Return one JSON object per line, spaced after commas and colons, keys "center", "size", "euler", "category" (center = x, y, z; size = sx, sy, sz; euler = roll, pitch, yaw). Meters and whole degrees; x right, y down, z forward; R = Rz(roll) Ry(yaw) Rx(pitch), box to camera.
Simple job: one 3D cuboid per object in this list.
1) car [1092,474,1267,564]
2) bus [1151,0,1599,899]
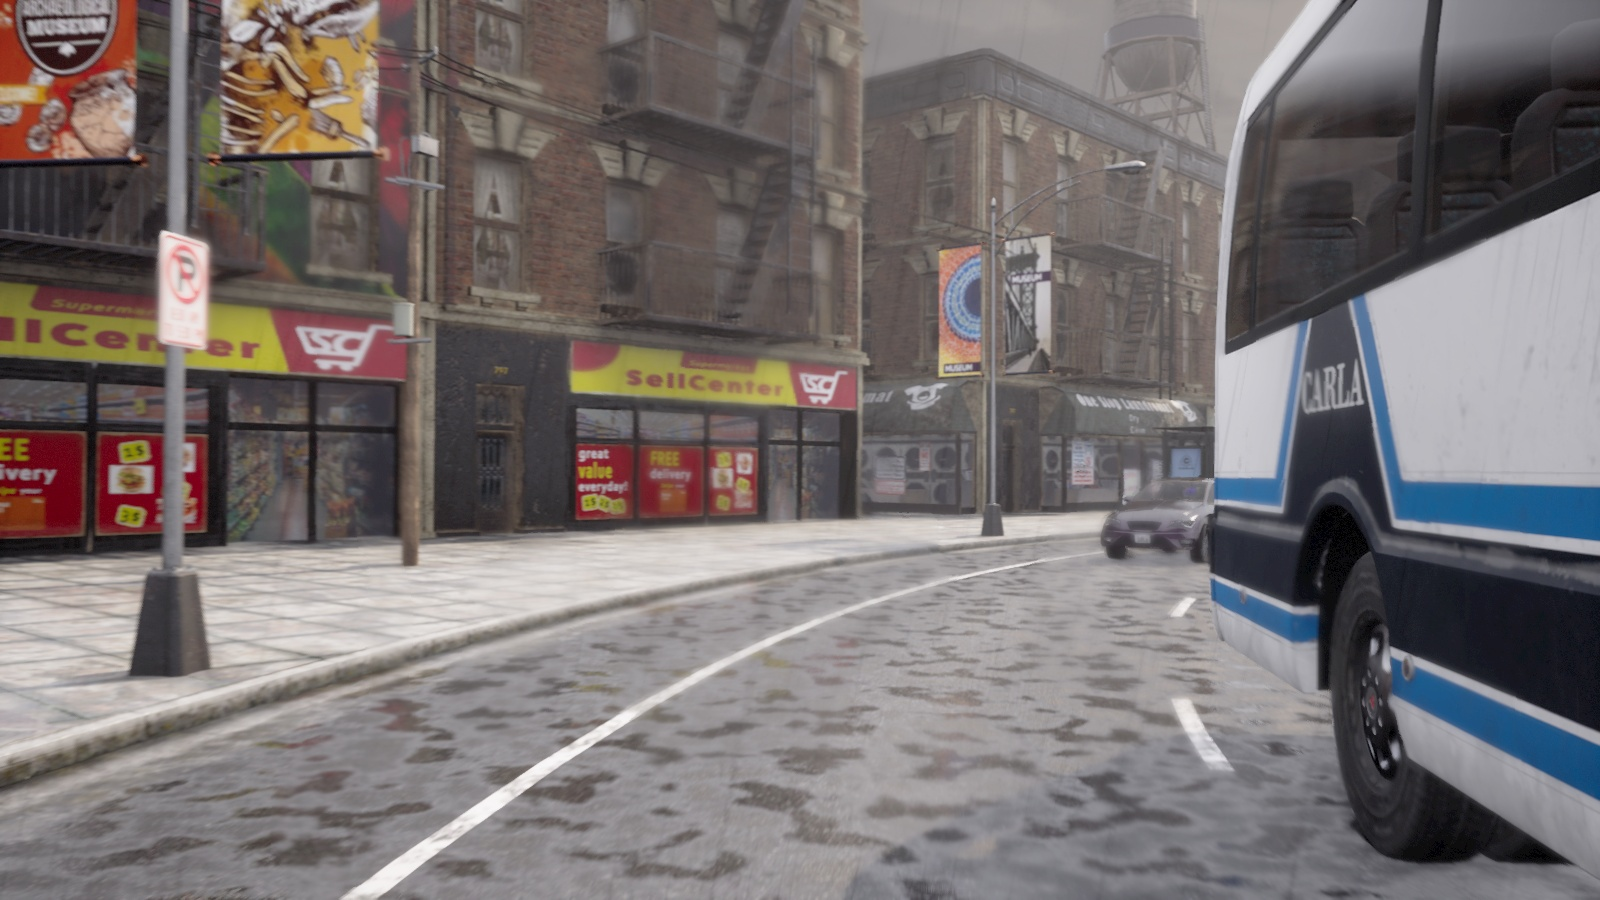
{"center": [7.048, 1.194, 23.076], "size": [1.816, 1.474, 4.193], "euler": [-1, -1, 36], "category": "car"}
{"center": [3.491, -0.532, 2.398], "size": [3.944, 4.253, 10.273], "euler": [-1, -1, 7], "category": "bus"}
